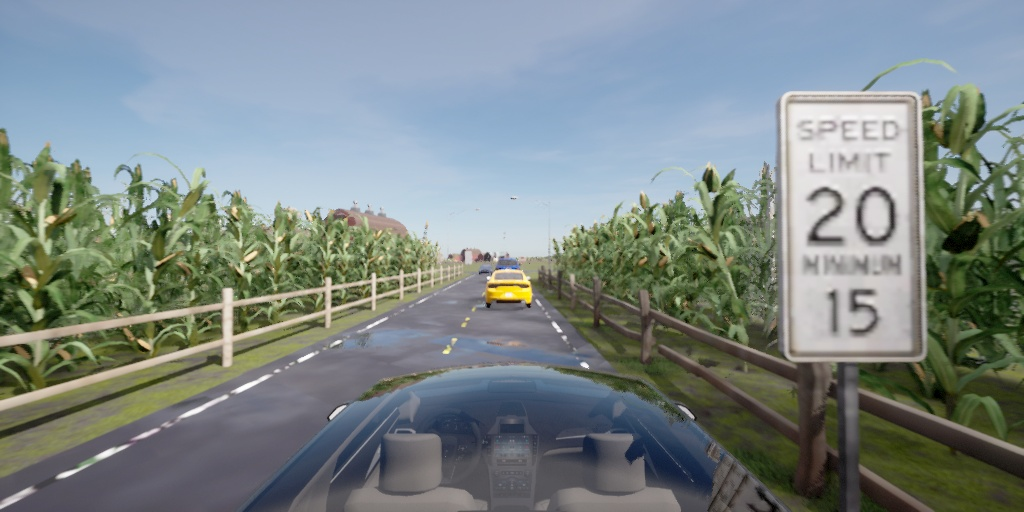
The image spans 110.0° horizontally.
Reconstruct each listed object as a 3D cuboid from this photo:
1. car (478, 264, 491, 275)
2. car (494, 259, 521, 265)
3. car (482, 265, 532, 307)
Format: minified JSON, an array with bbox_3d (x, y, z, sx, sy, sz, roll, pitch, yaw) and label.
[{"bbox_3d":[-3.399,1.735,47.746,2.033,1.411,5.357,0,-1,-1],"label":"car"},{"bbox_3d":[-0.387,1.244,30.906,2.150,2.045,5.566,0,0,-1],"label":"car"},{"bbox_3d":[-0.158,1.367,16.370,1.882,1.535,5.008,0,0,-1],"label":"car"}]
